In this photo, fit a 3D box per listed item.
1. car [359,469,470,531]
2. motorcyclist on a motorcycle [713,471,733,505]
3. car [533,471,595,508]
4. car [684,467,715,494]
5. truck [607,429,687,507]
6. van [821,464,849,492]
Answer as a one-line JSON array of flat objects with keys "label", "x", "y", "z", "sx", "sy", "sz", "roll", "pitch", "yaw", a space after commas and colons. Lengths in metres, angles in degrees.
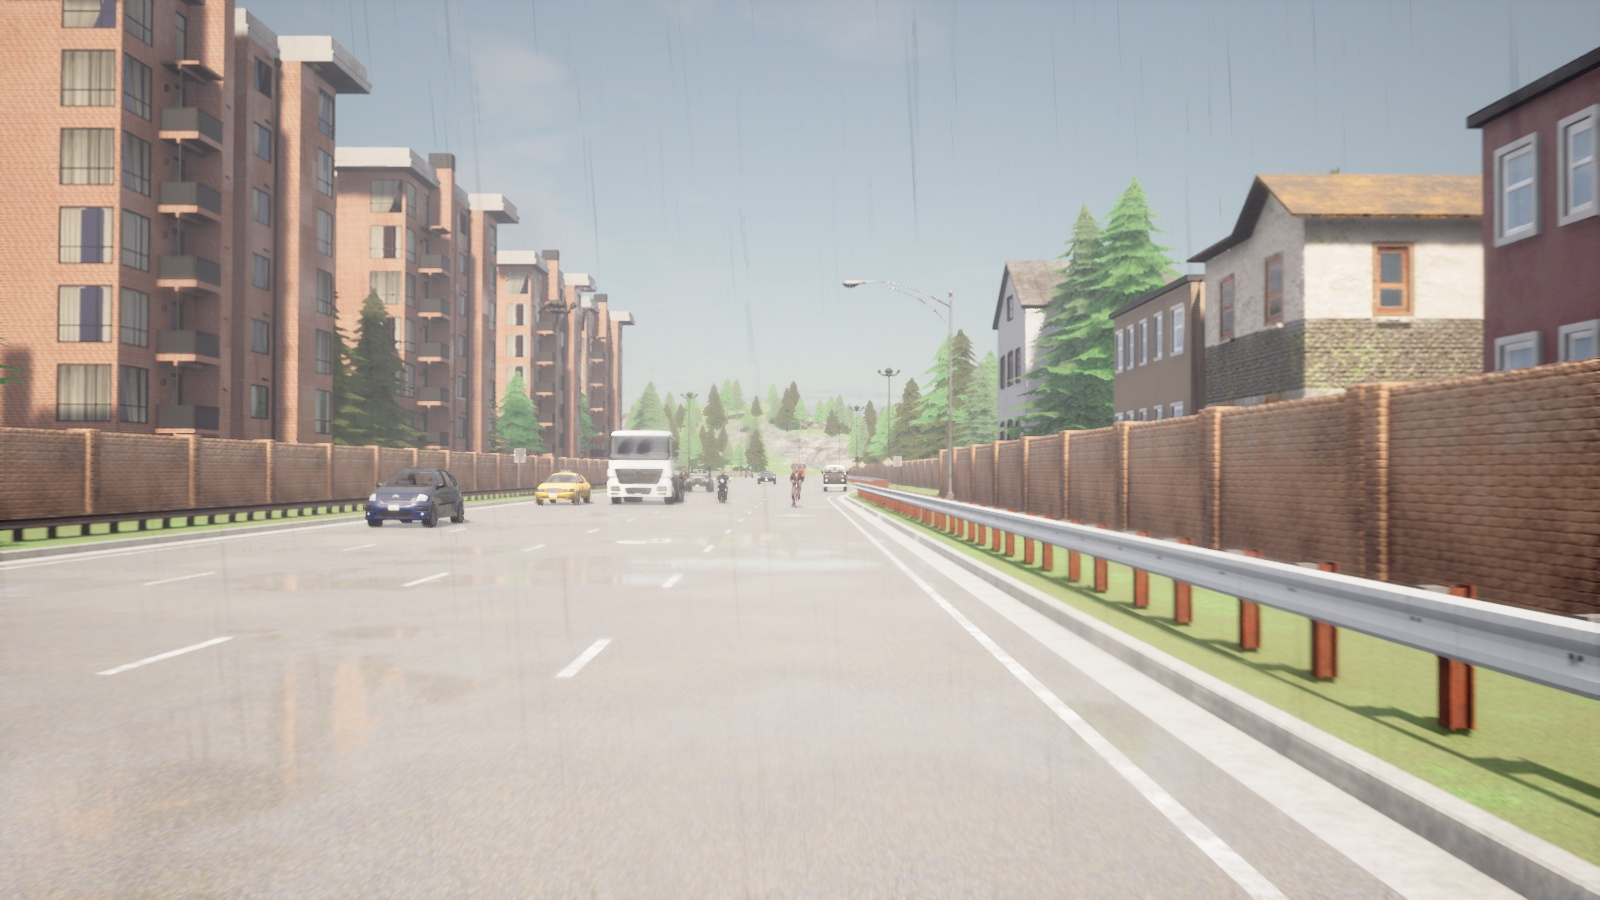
[{"label": "car", "x": -10.585, "y": 1.336, "z": 34.745, "sx": 1.851, "sy": 1.617, "sz": 3.988, "roll": 0, "pitch": -1, "yaw": 0}, {"label": "motorcyclist on a motorcycle", "x": -3.645, "y": 1.779, "z": 59.577, "sx": 0.866, "sy": 1.590, "sz": 1.817, "roll": 0, "pitch": -1, "yaw": 0}, {"label": "car", "x": -10.639, "y": 1.748, "z": 56.944, "sx": 1.801, "sy": 1.575, "sz": 5.366, "roll": 0, "pitch": -1, "yaw": 0}, {"label": "car", "x": -7.209, "y": 2.147, "z": 90.189, "sx": 1.905, "sy": 1.878, "sz": 3.866, "roll": 0, "pitch": -1, "yaw": 0}, {"label": "truck", "x": -7.149, "y": 0.860, "z": 59.709, "sx": 2.891, "sy": 3.462, "sz": 7.936, "roll": 0, "pitch": -1, "yaw": 0}, {"label": "van", "x": 2.685, "y": 2.125, "z": 95.584, "sx": 2.069, "sy": 2.038, "sz": 4.480, "roll": 0, "pitch": -1, "yaw": 3}]
